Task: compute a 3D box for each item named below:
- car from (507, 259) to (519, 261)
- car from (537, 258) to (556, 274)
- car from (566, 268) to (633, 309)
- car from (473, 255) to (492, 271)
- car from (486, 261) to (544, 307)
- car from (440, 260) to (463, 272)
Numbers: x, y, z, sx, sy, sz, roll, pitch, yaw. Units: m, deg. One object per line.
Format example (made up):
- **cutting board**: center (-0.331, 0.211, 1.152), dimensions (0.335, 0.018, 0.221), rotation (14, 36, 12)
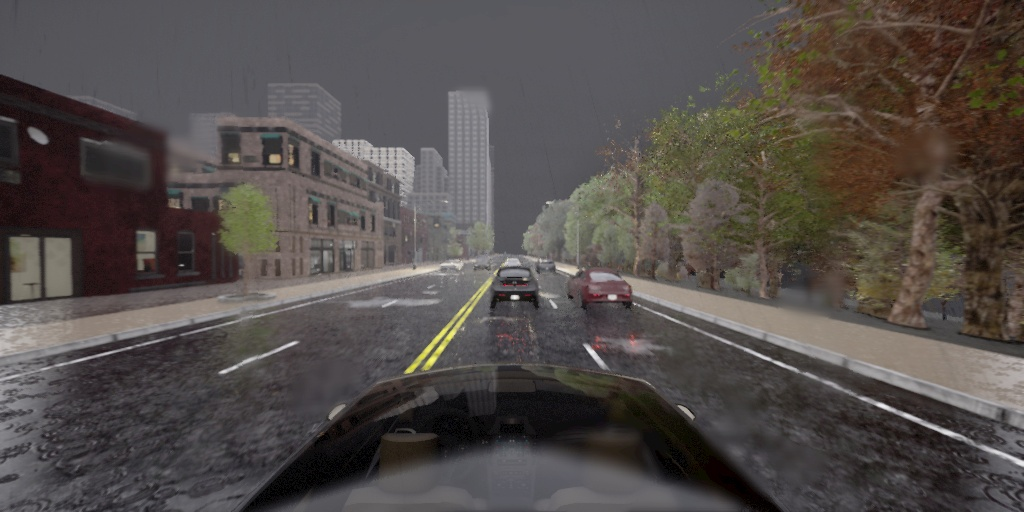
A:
- **car**: center (0.102, 0.996, 38.240), dimensions (1.812, 1.442, 4.674), rotation (0, 1, 0)
- **car**: center (3.349, 0.976, 36.578), dimensions (2.128, 1.511, 4.902), rotation (0, 1, 0)
- **car**: center (3.355, 1.181, 14.270), dimensions (1.812, 1.442, 4.674), rotation (0, 1, 0)
- **car**: center (-3.318, 0.954, 41.206), dimensions (1.837, 1.490, 4.892), rotation (0, 0, 0)
- **car**: center (0.100, 1.156, 14.899), dimensions (1.837, 1.490, 4.892), rotation (0, 1, 0)
- **car**: center (-6.579, 1.063, 39.290), dimensions (1.895, 1.301, 4.718), rotation (0, 0, 0)
